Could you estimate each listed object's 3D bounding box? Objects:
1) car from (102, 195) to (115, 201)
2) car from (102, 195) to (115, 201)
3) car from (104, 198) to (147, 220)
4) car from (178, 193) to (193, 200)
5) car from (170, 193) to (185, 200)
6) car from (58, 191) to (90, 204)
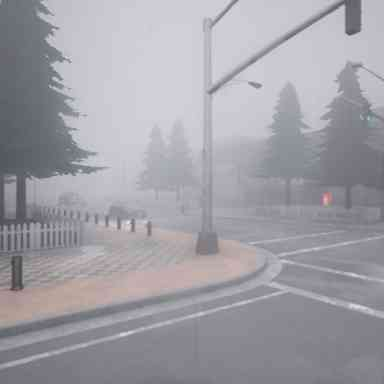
[{"bbox_3d":[-18.800,1.408,75.124,1.845,1.501,3.633,0,0,-37],"label":"car"},{"bbox_3d":[-20.829,1.420,82.859,1.970,1.475,3.806,0,0,-37],"label":"car"},{"bbox_3d":[-5.654,1.549,28.727,1.812,1.442,4.674,0,0,-37],"label":"car"},{"bbox_3d":[-1.707,1.127,88.152,1.905,1.878,3.866,0,0,-37],"label":"car"},{"bbox_3d":[-3.794,1.145,86.089,1.932,1.855,4.605,0,0,-37],"label":"car"},{"bbox_3d":[-14.930,0.863,41.108,2.150,2.045,5.566,0,0,-37],"label":"car"}]
